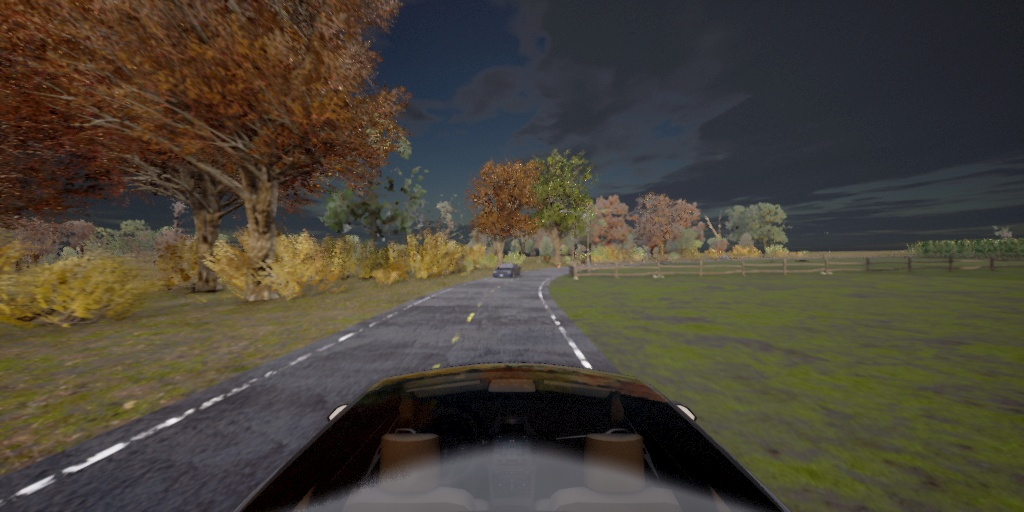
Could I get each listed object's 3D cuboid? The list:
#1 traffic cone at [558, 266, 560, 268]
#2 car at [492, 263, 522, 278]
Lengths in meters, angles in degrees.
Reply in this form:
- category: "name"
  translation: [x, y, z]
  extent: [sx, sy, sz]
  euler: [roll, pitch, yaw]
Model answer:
- category: "traffic cone"
  translation: [7.620, 1.624, 58.002]
  extent: [0.340, 0.580, 0.340]
  euler: [0, 0, 30]
- category: "car"
  translation: [-0.333, 1.364, 34.750]
  extent: [2.033, 1.411, 5.357]
  euler: [0, 0, 14]
